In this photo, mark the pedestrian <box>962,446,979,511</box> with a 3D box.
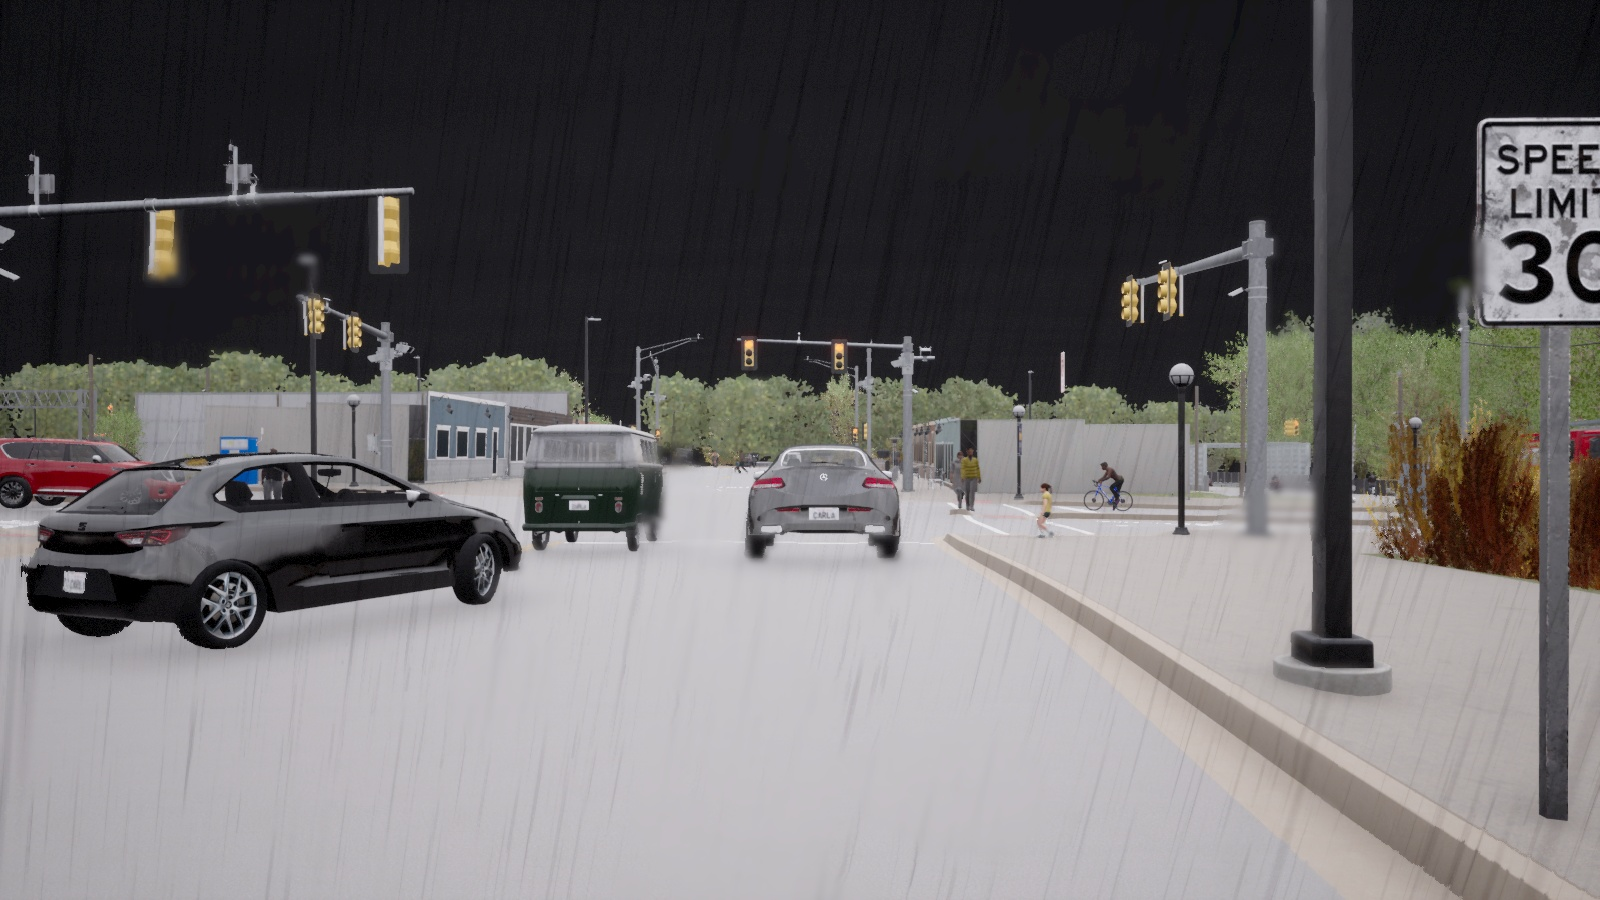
[{"bbox_3d":[4.844,0.805,35.727,0.431,1.840,0.709,0,1,2],"label":"pedestrian"}]

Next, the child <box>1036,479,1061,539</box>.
[{"bbox_3d":[4.694,1.116,23.711,0.394,1.110,0.255,0,1,29],"label":"child"}]

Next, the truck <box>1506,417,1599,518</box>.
[{"bbox_3d":[32.137,0.736,50.788,2.891,3.827,8.468,0,-1,5],"label":"truck"}]

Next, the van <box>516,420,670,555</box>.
[{"bbox_3d":[-3.282,0.598,20.731,1.775,1.987,4.442,0,-1,0],"label":"van"}]

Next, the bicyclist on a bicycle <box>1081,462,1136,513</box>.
[{"bbox_3d":[10.250,1.247,41.787,1.656,1.620,0.582,1,-1,0],"label":"bicyclist on a bicycle"}]

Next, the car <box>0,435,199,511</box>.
[{"bbox_3d":[-21.005,0.660,36.899,5.566,2.045,2.150,1,0,-3],"label":"car"}]

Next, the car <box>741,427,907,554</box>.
[{"bbox_3d":[0.350,0.588,18.883,2.152,1.651,5.027,0,-1,1],"label":"car"}]

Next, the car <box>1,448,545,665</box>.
[{"bbox_3d":[-4.332,0.746,11.057,1.816,1.474,4.193,0,1,28],"label":"car"}]

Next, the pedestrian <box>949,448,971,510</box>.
[{"bbox_3d":[5.065,0.911,39.740,0.659,1.952,0.873,0,1,4],"label":"pedestrian"}]
